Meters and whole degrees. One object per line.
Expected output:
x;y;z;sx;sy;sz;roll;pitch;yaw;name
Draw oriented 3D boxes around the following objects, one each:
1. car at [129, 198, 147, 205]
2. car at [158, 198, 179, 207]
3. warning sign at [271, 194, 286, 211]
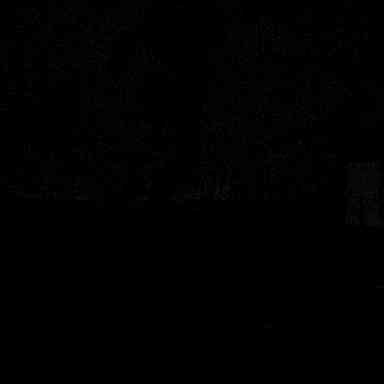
-10.129;1.724;62.033;1.994;1.385;4.181;0;0;-35;car
-3.732;1.647;52.965;1.812;1.442;4.674;0;-1;-33;car
9.868;1.174;37.791;1.300;1.860;1.060;0;0;-35;warning sign
